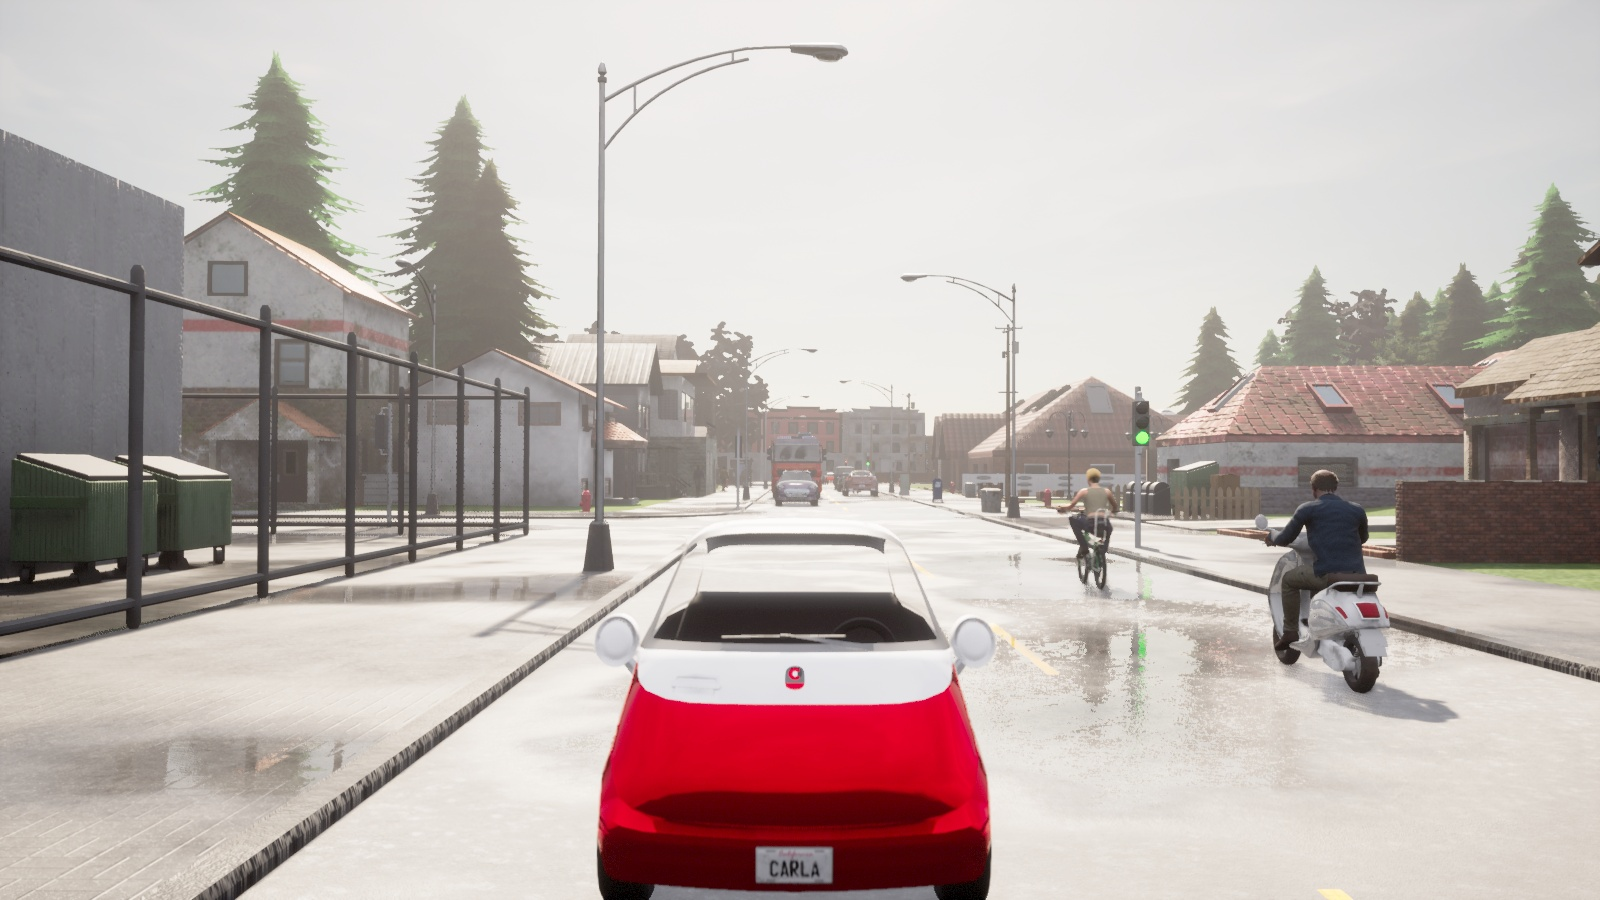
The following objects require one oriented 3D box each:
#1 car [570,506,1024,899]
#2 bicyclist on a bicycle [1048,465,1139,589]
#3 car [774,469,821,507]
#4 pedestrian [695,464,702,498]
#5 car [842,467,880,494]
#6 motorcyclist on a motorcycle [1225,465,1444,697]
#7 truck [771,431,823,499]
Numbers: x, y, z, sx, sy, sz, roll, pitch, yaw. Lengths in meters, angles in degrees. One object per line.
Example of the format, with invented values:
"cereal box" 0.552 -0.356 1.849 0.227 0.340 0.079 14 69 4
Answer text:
"car" -0.012 0.958 5.209 1.481 1.376 2.207 0 -1 0
"bicyclist on a bicycle" 3.972 1.022 17.119 0.866 1.612 1.509 0 -1 -1
"car" -0.146 1.707 57.415 2.033 1.649 4.856 0 -1 -1
"pedestrian" -5.573 1.700 68.846 0.370 1.835 0.726 0 -1 -1
"car" 3.809 1.909 79.481 2.152 1.651 5.027 0 -1 0
"motorcyclist on a motorcycle" 3.976 0.912 9.530 0.866 1.590 1.817 0 -1 0
"truck" -0.182 0.902 74.739 2.891 3.827 8.468 0 -1 0
